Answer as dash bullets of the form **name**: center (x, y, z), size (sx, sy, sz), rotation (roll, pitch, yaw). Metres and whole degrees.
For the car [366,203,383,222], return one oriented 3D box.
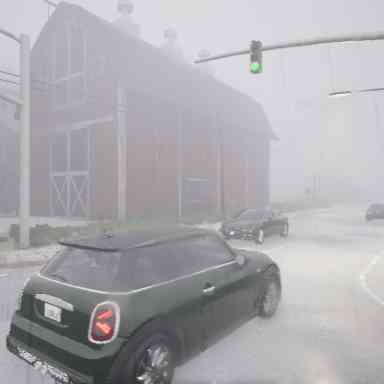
- **car**: center (14.943, 1.560, 26.057), size (2.033, 1.411, 5.357), rotation (0, 0, 36)

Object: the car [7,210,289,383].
- **car**: center (-0.265, 1.335, 5.347), size (2.097, 1.767, 4.553), rotation (0, 0, 36)

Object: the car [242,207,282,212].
- **car**: center (3.120, 1.504, 16.038), size (1.837, 1.490, 4.892), rotation (0, 0, 36)
